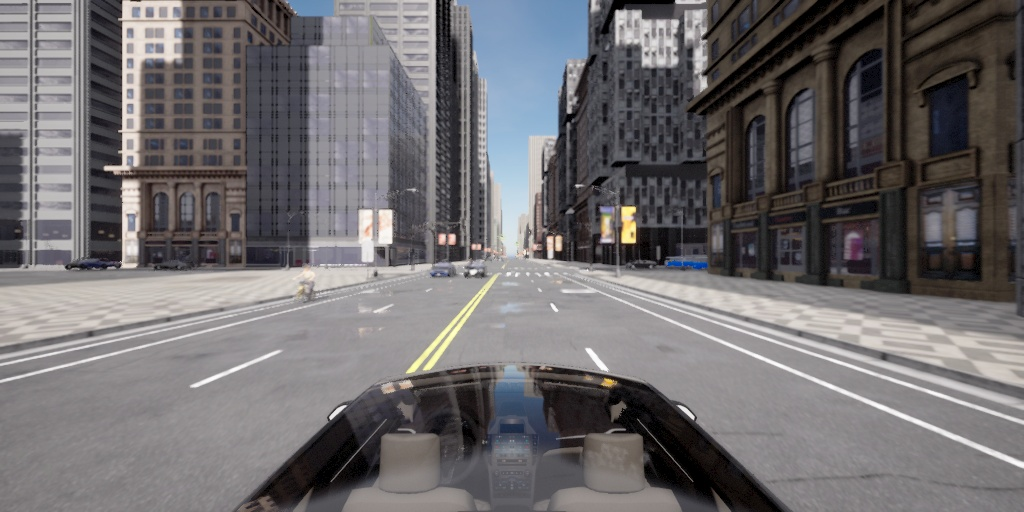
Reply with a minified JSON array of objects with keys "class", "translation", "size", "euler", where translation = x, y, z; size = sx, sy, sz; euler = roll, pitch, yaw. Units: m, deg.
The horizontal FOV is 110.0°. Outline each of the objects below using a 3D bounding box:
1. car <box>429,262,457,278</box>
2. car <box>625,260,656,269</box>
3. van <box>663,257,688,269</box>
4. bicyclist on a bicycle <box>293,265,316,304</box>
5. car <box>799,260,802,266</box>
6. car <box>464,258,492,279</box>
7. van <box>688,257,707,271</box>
[{"class":"car","translation":[-6.520,1.288,34.705],"size":[2.033,1.411,5.357],"euler":[0,0,1]},{"class":"car","translation":[19.134,1.247,53.358],"size":[4.403,1.370,2.007],"euler":[0,0,0]},{"class":"van","translation":[24.753,1.026,53.334],"size":[3.998,1.789,1.690],"euler":[0,0,0]},{"class":"bicyclist on a bicycle","translation":[-8.749,1.183,15.206],"size":[0.866,1.612,1.509],"euler":[0,0,0]},{"class":"car","translation":[35.954,1.237,44.759],"size":[4.207,1.307,1.802],"euler":[0,0,0]},{"class":"car","translation":[-3.287,1.233,33.038],"size":[2.128,1.511,4.902],"euler":[0,0,0]},{"class":"van","translation":[24.717,1.018,44.809],"size":[3.998,1.789,1.690],"euler":[0,0,0]}]
